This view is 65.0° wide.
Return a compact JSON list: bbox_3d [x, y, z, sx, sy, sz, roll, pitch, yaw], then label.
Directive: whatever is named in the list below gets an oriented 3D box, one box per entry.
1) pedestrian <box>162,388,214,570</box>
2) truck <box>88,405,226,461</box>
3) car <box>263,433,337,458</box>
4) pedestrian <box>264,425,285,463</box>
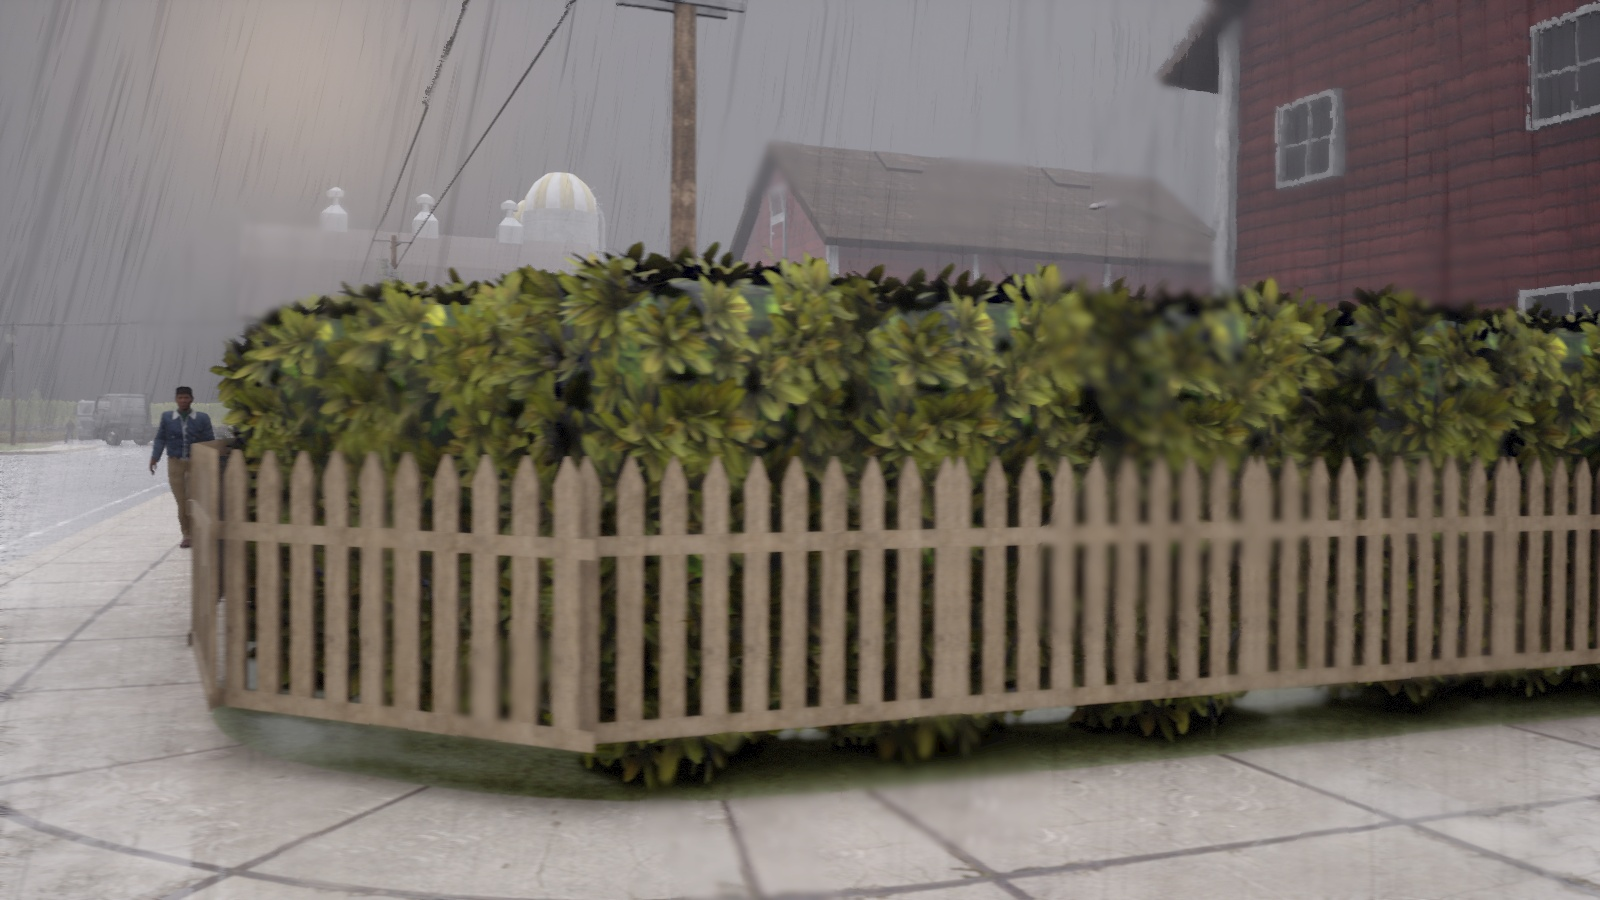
[{"bbox_3d":[-6.750,0.302,13.874,0.423,1.949,0.788,-1,1,-22],"label":"pedestrian"},{"bbox_3d":[-41.370,-1.085,80.849,7.936,3.462,2.891,0,1,14],"label":"truck"},{"bbox_3d":[-31.319,-0.268,78.765,3.806,1.475,1.970,-1,1,8],"label":"car"},{"bbox_3d":[-27.677,-0.321,66.127,0.873,1.952,0.659,0,1,39],"label":"pedestrian"}]
